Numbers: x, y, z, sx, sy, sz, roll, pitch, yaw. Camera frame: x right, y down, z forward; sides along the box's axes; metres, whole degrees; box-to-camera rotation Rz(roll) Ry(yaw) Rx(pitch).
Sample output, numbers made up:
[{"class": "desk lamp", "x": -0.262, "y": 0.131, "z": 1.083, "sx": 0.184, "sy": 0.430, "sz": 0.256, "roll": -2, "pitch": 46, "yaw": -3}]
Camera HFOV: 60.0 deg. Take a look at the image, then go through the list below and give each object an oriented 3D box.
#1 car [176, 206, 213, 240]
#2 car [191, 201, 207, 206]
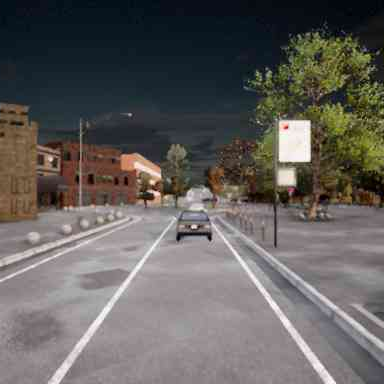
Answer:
[{"class": "car", "x": 0.095, "y": 1.673, "z": 17.760, "sx": 2.033, "sy": 1.411, "sz": 5.357, "roll": 0, "pitch": -1, "yaw": 0}, {"class": "car", "x": 0.635, "y": 1.921, "z": 33.987, "sx": 1.812, "sy": 1.442, "sz": 4.674, "roll": 0, "pitch": -1, "yaw": 7}]
